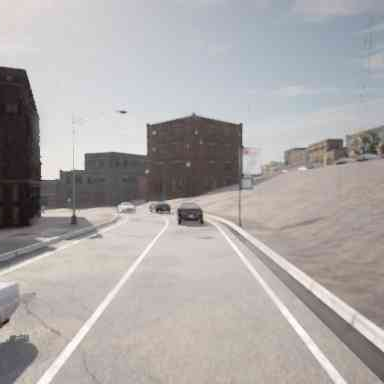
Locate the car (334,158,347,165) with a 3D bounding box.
[{"bbox_3d":[21.731,-4.035,46.731,2.231,1.521,4.892,0,1,-1],"label":"car"}]

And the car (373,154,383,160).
[{"bbox_3d":[22.093,-3.821,35.672,2.002,1.452,4.674,0,1,-2],"label":"car"}]

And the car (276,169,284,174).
[{"bbox_3d":[21.128,-4.481,74.353,2.185,1.767,4.553,0,1,-1],"label":"car"}]

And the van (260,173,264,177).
[{"bbox_3d":[20.770,-4.735,90.762,1.878,1.987,4.442,0,0,-1],"label":"van"}]

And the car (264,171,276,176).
[{"bbox_3d":[20.887,-4.462,85.368,2.231,1.521,4.892,0,1,-1],"label":"car"}]

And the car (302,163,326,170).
[{"bbox_3d":[21.492,-4.291,57.668,2.185,1.767,4.553,0,1,-1],"label":"car"}]

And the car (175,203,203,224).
[{"bbox_3d":[-0.262,1.616,26.174,1.882,1.535,5.008,0,-1,-5],"label":"car"}]

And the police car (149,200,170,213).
[{"bbox_3d":[-4.358,1.936,43.887,1.930,1.638,5.238,0,-1,-20],"label":"police car"}]

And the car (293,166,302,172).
[{"bbox_3d":[21.372,-4.189,63.162,2.002,1.452,4.674,0,1,-1],"label":"car"}]

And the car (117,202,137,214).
[{"bbox_3d":[-8.948,2.163,45.465,1.812,1.442,4.674,0,-2,-24],"label":"car"}]

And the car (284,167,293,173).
[{"bbox_3d":[21.248,-4.421,68.834,2.185,1.767,4.553,0,1,-1],"label":"car"}]

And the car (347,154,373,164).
[{"bbox_3d":[21.859,-3.957,41.214,2.231,1.521,4.892,0,1,-1],"label":"car"}]

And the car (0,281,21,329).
[{"bbox_3d":[-3.601,1.600,2.961,1.895,1.301,4.718,0,0,0],"label":"car"}]
